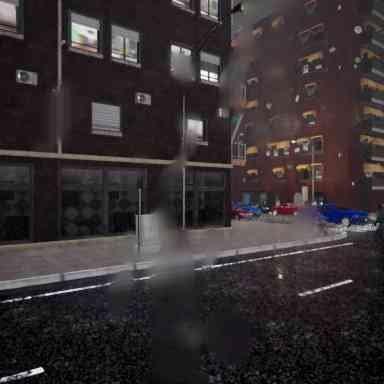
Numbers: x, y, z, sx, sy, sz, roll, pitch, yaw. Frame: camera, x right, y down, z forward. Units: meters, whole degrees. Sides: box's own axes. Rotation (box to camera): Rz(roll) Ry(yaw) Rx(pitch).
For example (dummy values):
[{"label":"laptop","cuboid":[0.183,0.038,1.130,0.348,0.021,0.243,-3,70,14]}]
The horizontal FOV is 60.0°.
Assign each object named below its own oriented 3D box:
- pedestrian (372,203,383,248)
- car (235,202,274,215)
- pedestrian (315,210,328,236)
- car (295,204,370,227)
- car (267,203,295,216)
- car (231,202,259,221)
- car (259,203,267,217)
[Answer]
[{"label":"pedestrian","cuboid":[7.479,1.293,13.119,0.375,1.860,0.375,0,0,-35]},{"label":"car","cuboid":[7.325,1.916,39.388,1.947,1.339,4.313,-1,0,-36]},{"label":"pedestrian","cuboid":[6.228,1.421,15.907,0.375,1.300,0.375,0,0,-35]},{"label":"car","cuboid":[10.469,1.643,24.600,1.882,1.535,5.008,0,-1,-31]},{"label":"car","cuboid":[10.440,1.824,35.074,1.887,1.381,4.507,-1,0,-36]},{"label":"car","cuboid":[3.673,1.859,30.188,1.802,1.307,4.206,-1,0,-36]},{"label":"car","cuboid":[4.712,1.779,33.138,1.882,1.535,5.008,0,-1,-36]}]
